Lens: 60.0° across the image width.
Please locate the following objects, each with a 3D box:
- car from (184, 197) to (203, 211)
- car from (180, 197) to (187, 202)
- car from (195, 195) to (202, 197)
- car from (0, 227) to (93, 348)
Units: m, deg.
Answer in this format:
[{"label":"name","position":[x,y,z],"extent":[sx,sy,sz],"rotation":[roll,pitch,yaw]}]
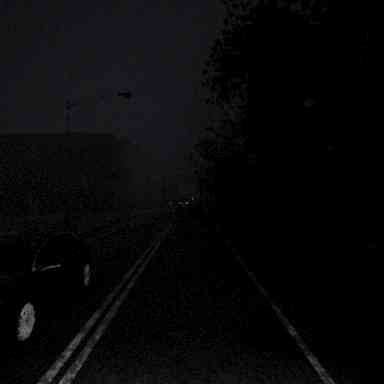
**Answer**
[{"label":"car","position":[0.438,1.753,43.814],"extent":[2.033,1.411,5.357],"rotation":[0,0,1]},{"label":"car","position":[-1.857,1.795,81.125],"extent":[1.994,1.385,4.181],"rotation":[0,0,2]},{"label":"car","position":[1.519,1.826,84.987],"extent":[1.895,1.301,4.718],"rotation":[0,0,2]},{"label":"car","position":[-3.344,1.520,6.385],"extent":[1.837,1.490,4.892],"rotation":[0,0,0]}]
